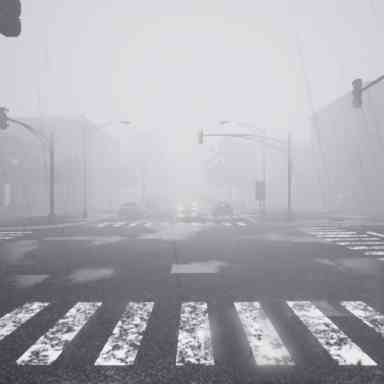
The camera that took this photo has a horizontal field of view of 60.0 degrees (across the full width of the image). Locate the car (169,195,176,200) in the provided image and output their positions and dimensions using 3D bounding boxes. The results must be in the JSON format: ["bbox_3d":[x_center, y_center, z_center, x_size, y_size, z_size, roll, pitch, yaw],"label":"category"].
[{"bbox_3d":[-5.355,1.561,91.400,1.802,1.307,4.206,0,0,0],"label":"car"}]

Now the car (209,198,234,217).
[{"bbox_3d":[2.800,1.520,30.531,1.752,1.417,4.829,-1,0,0],"label":"car"}]

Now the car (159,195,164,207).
[{"bbox_3d":[-5.519,1.535,47.031,1.887,1.381,4.507,0,0,0],"label":"car"}]

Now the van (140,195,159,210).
[{"bbox_3d":[-5.541,1.333,41.484,1.690,1.788,3.998,0,0,0],"label":"van"}]

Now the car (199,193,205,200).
[{"bbox_3d":[2.964,1.550,74.730,1.947,1.339,4.313,-1,0,0],"label":"car"}]

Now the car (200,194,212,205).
[{"bbox_3d":[2.903,1.539,58.092,2.008,1.369,4.403,-1,0,0],"label":"car"}]

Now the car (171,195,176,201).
[{"bbox_3d":[-5.396,1.548,80.308,1.947,1.339,4.313,0,0,0],"label":"car"}]

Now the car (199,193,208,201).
[{"bbox_3d":[3.003,1.296,85.823,2.192,1.841,5.009,-1,0,0],"label":"car"}]

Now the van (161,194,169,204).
[{"bbox_3d":[-5.480,1.329,58.123,1.690,1.788,3.998,0,0,0],"label":"van"}]

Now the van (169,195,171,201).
[{"bbox_3d":[-5.459,1.328,63.669,1.690,1.788,3.998,0,0,0],"label":"van"}]

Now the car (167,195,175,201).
[{"bbox_3d":[-5.375,1.526,85.854,1.887,1.381,4.507,0,0,0],"label":"car"}]

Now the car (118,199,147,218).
[{"bbox_3d":[-5.580,1.576,30.392,1.802,1.307,4.206,0,0,0],"label":"car"}]
